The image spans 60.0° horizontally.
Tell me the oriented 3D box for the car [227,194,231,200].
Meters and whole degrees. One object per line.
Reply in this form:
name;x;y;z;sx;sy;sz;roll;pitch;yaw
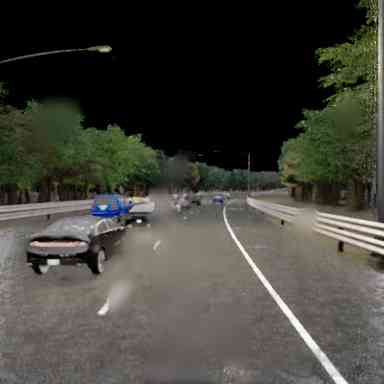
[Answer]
car;8.320;1.132;80.840;2.128;1.511;4.902;0;1;12

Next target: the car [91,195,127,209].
car;-6.002;1.239;25.736;2.150;2.045;5.566;0;0;4

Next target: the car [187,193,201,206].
car;0.228;1.190;53.897;2.150;2.045;5.566;0;0;8

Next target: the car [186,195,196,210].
car;-1.102;1.536;43.091;2.033;1.411;5.357;0;0;6

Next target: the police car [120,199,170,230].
police car;-2.879;1.454;21.557;1.930;1.638;5.238;0;0;3

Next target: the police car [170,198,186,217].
police car;-2.138;1.514;32.282;2.038;1.542;4.974;0;0;5

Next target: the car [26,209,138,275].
car;-3.341;1.522;10.601;2.128;1.511;4.902;0;0;2

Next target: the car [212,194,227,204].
car;4.960;1.416;62.904;1.882;1.535;5.008;0;0;10
